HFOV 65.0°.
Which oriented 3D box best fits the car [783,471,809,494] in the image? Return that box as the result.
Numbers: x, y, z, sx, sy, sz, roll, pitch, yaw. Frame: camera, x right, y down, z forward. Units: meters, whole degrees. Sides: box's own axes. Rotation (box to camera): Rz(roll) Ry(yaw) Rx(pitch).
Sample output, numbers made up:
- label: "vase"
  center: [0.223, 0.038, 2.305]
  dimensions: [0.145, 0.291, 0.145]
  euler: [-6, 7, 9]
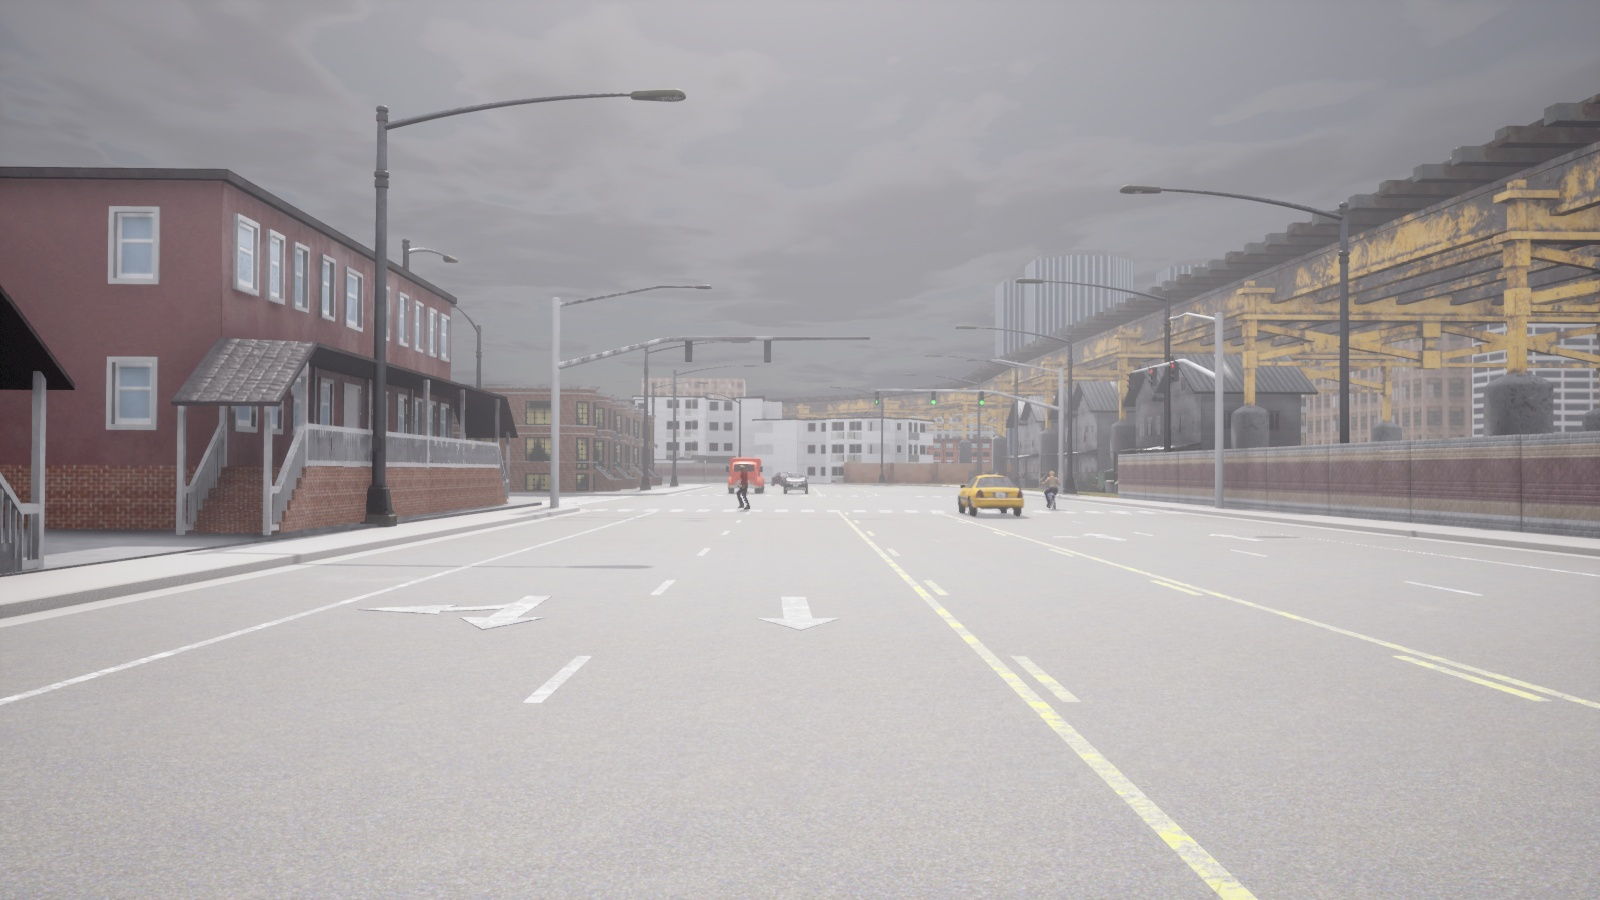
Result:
- label: "car"
  center: [-0.259, 2.240, 86.340]
  dimensions: [1.789, 1.549, 3.705]
  euler: [0, -1, 0]

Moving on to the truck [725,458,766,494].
- label: "truck"
  center: [-3.769, 1.805, 87.320]
  dimensions: [2.627, 2.467, 5.204]
  euler: [0, -1, 0]

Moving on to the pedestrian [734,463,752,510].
- label: "pedestrian"
  center: [-2.231, 1.430, 49.048]
  dimensions: [0.636, 1.846, 0.331]
  euler: [0, -1, 11]

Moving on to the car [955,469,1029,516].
- label: "car"
  center: [6.858, 1.487, 45.409]
  dimensions: [1.801, 1.575, 5.366]
  euler: [0, -1, 0]
